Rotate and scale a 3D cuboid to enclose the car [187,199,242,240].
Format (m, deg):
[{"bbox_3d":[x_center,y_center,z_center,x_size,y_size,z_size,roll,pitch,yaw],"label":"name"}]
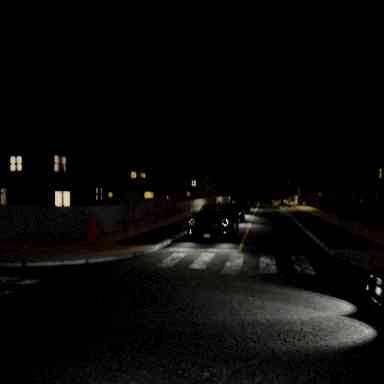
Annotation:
[{"bbox_3d":[1.200,1.402,17.296,2.097,1.767,4.553,-1,0,14],"label":"car"}]

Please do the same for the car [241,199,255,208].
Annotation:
[{"bbox_3d":[8.857,1.794,52.440,1.895,1.301,4.718,-1,0,12],"label":"car"}]

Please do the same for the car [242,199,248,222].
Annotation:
[{"bbox_3d":[3.321,1.591,26.976,1.812,1.442,4.674,-1,0,12],"label":"car"}]

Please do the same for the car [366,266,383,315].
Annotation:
[{"bbox_3d":[5.374,1.656,5.691,4.181,1.385,1.994,1,-1,12],"label":"car"}]

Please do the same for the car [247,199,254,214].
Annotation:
[{"bbox_3d":[5.476,1.583,37.040,2.128,1.511,4.902,-1,0,12],"label":"car"}]

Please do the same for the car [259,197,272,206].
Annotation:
[{"bbox_3d":[12.698,1.635,57.256,1.837,1.490,4.892,-1,0,12],"label":"car"}]
